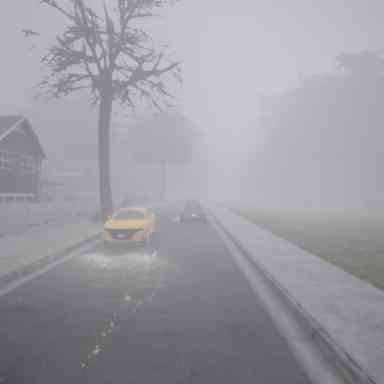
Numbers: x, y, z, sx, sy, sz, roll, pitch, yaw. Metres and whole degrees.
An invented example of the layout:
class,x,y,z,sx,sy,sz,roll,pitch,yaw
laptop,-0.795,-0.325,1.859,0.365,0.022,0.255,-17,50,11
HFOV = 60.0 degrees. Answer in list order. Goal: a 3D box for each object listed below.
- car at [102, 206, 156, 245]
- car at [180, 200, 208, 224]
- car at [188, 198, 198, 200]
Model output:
class,x,y,z,sx,sy,sz,roll,pitch,yaw
car,-2.840,1.477,15.885,1.882,1.535,5.008,0,0,0
car,0.118,1.560,24.833,1.994,1.385,4.181,0,0,0
car,0.128,1.485,43.185,1.837,1.490,4.892,0,1,0
